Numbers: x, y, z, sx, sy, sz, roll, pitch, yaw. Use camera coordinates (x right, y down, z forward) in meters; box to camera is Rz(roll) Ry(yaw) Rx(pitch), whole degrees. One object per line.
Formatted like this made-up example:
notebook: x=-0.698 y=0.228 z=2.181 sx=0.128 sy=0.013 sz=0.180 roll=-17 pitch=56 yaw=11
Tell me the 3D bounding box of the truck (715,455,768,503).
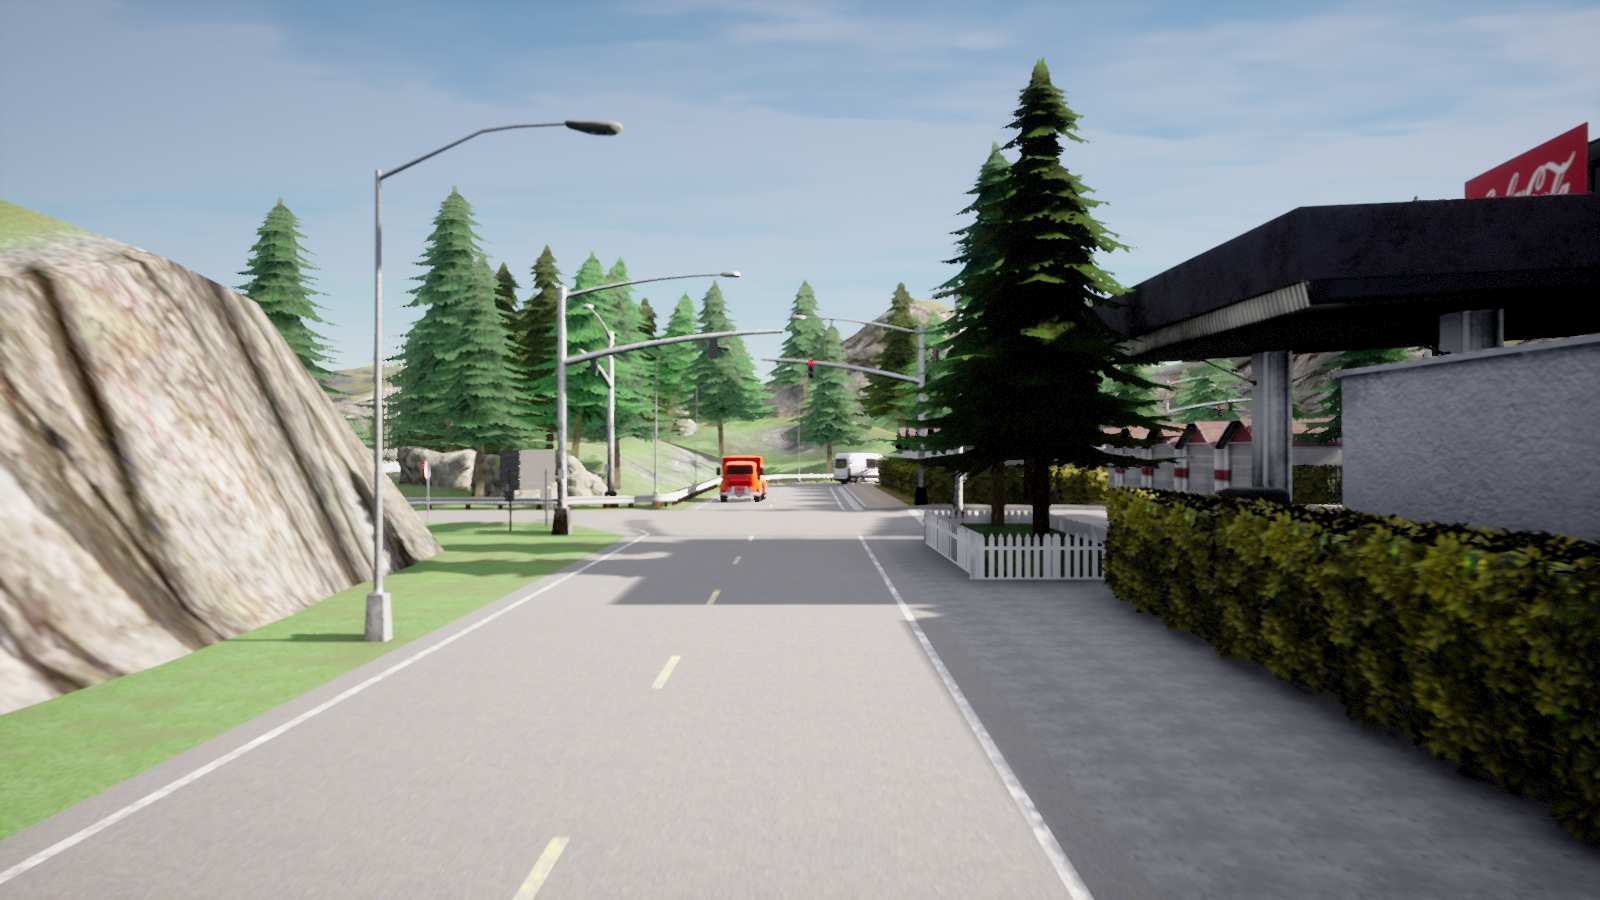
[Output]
truck: x=-3.159 y=1.556 z=62.547 sx=2.627 sy=2.467 sz=5.204 roll=0 pitch=0 yaw=0
